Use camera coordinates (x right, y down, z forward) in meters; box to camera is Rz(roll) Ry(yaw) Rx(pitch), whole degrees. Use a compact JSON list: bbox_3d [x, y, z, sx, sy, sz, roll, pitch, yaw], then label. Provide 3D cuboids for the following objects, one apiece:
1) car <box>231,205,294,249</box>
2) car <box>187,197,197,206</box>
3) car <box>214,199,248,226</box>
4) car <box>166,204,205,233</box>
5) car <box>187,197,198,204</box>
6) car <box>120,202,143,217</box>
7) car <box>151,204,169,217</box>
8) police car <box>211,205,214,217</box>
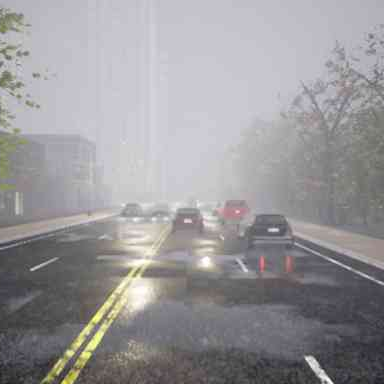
[{"bbox_3d":[3.254,1.614,15.516,2.033,1.649,4.856,0,-1,0],"label":"car"},{"bbox_3d":[0.020,2.096,78.119,2.150,2.045,5.566,0,-1,0],"label":"car"},{"bbox_3d":[3.256,1.533,26.549,2.150,2.045,5.566,0,-1,0],"label":"car"},{"bbox_3d":[-0.226,1.759,21.717,2.163,1.488,4.792,0,-1,2],"label":"car"},{"bbox_3d":[0.052,2.278,68.356,1.837,1.490,4.892,0,-1,1],"label":"car"},{"bbox_3d":[-6.584,1.935,36.683,1.837,1.490,4.892,0,0,0],"label":"car"},{"bbox_3d":[-3.336,1.977,36.566,2.033,1.411,5.357,0,-1,0],"label":"car"},{"bbox_3d":[3.259,1.945,37.515,2.038,1.542,4.974,0,-1,0],"label":"police car"}]
